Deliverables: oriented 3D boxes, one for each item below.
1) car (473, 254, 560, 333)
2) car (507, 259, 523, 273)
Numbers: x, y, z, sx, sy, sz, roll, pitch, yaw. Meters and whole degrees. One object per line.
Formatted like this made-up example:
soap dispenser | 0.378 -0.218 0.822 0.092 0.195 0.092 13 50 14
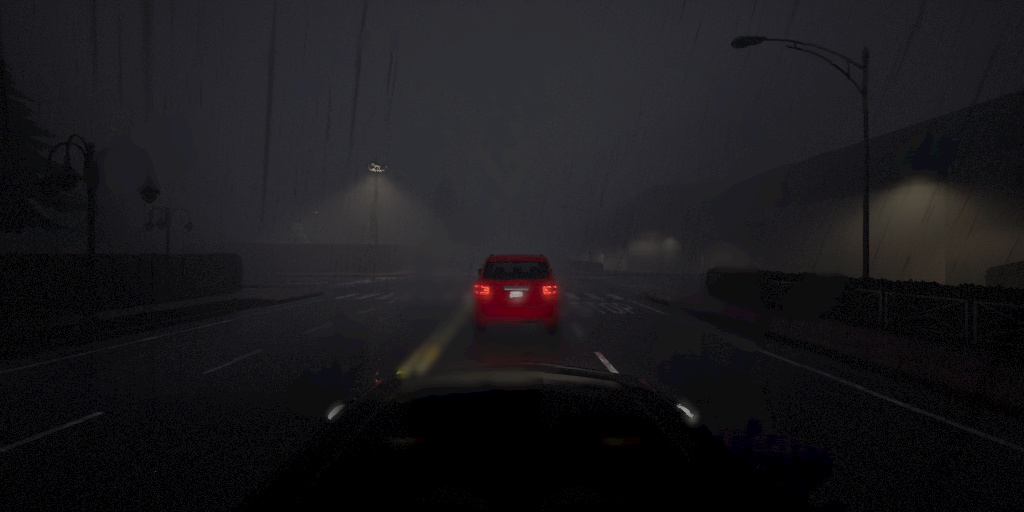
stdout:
car | 0.122 0.971 10.828 2.150 2.045 5.566 0 0 0
car | 0.356 1.228 45.585 1.882 1.535 5.008 0 0 1
